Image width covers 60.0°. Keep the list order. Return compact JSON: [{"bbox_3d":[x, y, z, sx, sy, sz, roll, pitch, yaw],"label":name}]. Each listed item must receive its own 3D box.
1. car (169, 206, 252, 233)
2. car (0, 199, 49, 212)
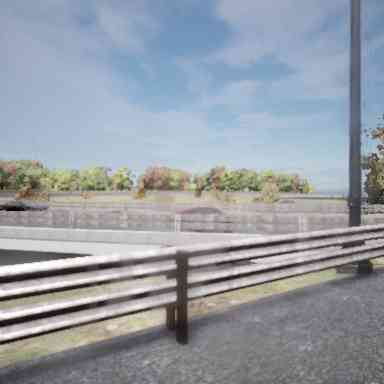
[{"bbox_3d":[1.032,1.541,19.019,4.674,1.442,1.812,0,0,11],"label":"car"},{"bbox_3d":[-15.818,1.479,31.369,5.008,1.535,1.882,0,0,22],"label":"car"}]
